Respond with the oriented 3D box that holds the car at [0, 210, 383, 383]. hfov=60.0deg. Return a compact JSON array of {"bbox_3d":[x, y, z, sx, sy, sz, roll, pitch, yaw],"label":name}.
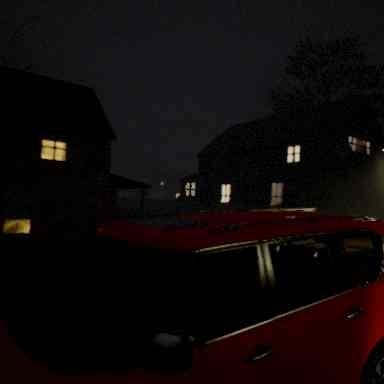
[{"bbox_3d":[-0.084,1.235,3.009,5.566,2.045,2.150,1,0,-35],"label":"car"}]
